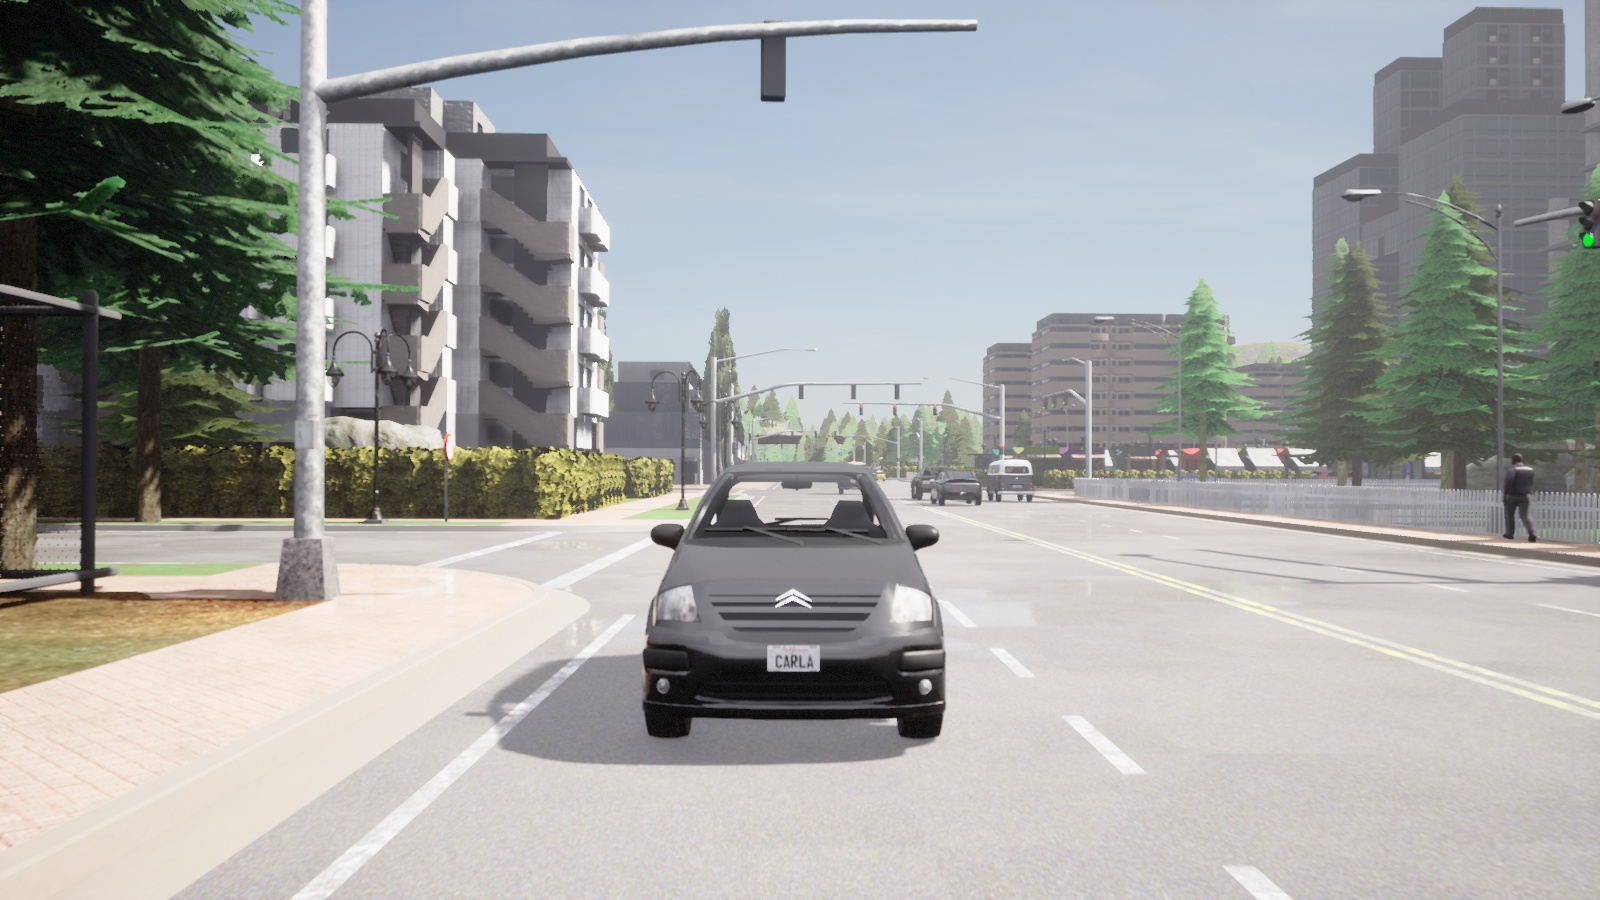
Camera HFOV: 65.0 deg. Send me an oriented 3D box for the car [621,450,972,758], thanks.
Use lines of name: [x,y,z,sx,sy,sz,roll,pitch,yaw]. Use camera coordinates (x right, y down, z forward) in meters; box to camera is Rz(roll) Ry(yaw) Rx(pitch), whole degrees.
car: [-0.026,0.841,8.630,1.851,1.617,3.988,0,-1,0]

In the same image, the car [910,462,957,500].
car: [6.809,1.574,64.427,1.932,1.855,4.605,0,-1,0]

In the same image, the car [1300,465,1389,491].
car: [35.320,1.830,81.546,4.856,1.649,2.033,0,-1,-2]

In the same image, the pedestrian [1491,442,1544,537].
pedestrian: [14.445,0.794,25.289,0.563,1.883,0.849,0,-1,0]

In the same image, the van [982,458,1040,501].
van: [10.318,1.427,61.841,2.069,2.038,4.480,0,-1,0]

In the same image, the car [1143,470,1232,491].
car: [26.149,2.034,84.786,5.357,1.411,2.033,0,-1,-1]

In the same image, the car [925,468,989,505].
car: [6.840,1.574,55.205,2.128,1.511,4.902,0,-1,0]
